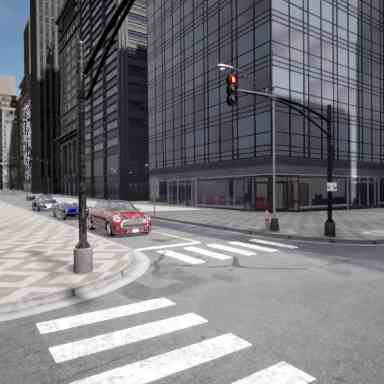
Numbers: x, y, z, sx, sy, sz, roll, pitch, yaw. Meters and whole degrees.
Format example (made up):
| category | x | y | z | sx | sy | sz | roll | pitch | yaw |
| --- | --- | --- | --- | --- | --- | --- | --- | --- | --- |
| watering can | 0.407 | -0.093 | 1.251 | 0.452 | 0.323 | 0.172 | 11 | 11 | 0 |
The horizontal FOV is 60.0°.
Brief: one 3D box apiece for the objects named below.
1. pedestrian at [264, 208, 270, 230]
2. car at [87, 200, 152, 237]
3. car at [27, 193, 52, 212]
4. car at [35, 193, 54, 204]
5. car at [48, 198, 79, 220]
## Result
| category | x | y | z | sx | sy | sz | roll | pitch | yaw |
| --- | --- | --- | --- | --- | --- | --- | --- | --- | --- |
| pedestrian | 3.896 | 1.373 | 17.267 | 0.500 | 1.100 | 0.500 | 0 | 0 | -34 |
| car | -3.928 | 1.233 | 17.689 | 2.097 | 1.767 | 4.553 | -1 | 1 | -34 |
| car | -15.410 | 1.178 | 34.672 | 2.128 | 1.511 | 4.902 | -1 | 1 | -34 |
| car | -22.909 | 0.951 | 51.426 | 1.837 | 1.490 | 4.892 | -1 | 1 | -34 |
| car | -9.597 | 1.389 | 26.075 | 1.895 | 1.301 | 4.718 | -1 | 1 | -34 |
